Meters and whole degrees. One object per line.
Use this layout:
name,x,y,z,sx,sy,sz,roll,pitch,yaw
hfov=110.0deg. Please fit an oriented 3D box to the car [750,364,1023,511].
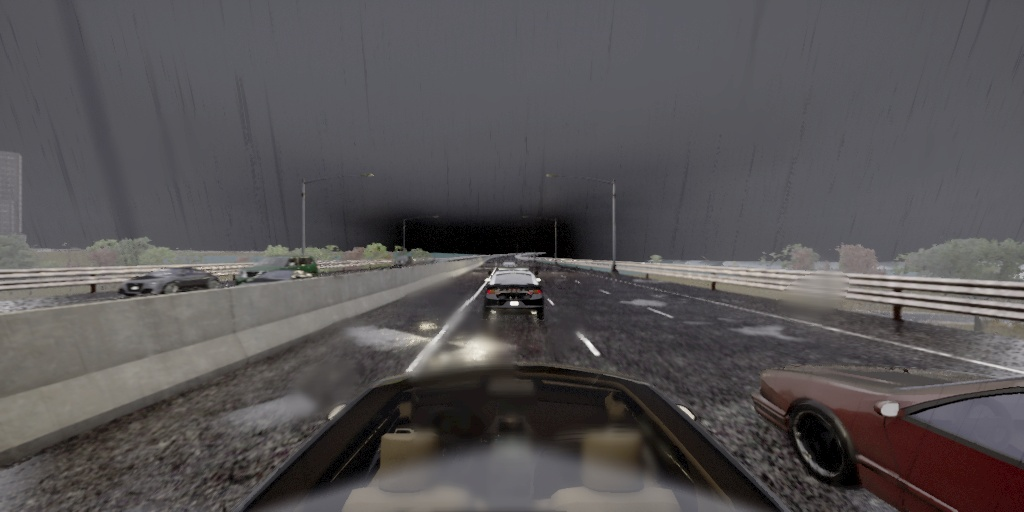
car,3.598,1.297,1.528,2.033,1.411,5.357,0,0,0

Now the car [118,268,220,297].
car,-17.699,1.313,18.802,1.994,1.385,4.181,0,0,-1

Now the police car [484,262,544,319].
police car,0.050,1.174,13.015,1.930,1.638,5.238,0,0,0

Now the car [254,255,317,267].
car,-14.236,0.968,22.246,2.150,2.045,5.566,0,0,-1

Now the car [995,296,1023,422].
car,7.092,1.254,2.138,1.837,1.490,4.892,0,0,0

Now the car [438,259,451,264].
car,-11.542,1.262,61.681,1.837,1.490,4.892,0,0,-2

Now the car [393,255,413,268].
car,-18.537,0.933,61.412,2.150,2.045,5.566,0,0,-2

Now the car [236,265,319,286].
car,-10.680,1.313,16.845,1.994,1.385,4.181,0,0,-1
